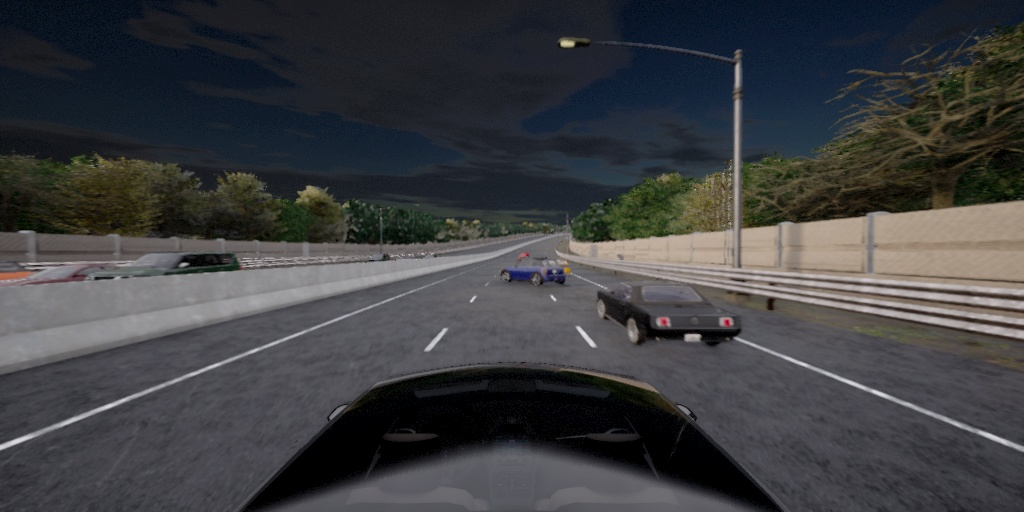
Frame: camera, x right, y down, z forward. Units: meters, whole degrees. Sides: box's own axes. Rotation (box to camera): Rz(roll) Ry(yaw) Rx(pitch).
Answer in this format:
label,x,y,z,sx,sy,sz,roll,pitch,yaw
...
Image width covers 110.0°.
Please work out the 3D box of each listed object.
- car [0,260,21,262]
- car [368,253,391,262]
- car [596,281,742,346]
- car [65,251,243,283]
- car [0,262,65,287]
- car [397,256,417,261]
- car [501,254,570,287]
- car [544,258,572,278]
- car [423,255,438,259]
label,x,y,z,sx,sy,sz,roll,pitch,yaw
car,-21.028,0.947,13.240,2.097,1.767,4.553,0,1,1
car,-19.903,0.417,54.018,2.097,1.767,4.553,1,2,3
car,3.518,1.280,9.167,1.895,1.301,4.718,0,1,0
car,-14.008,0.813,14.981,2.150,2.045,5.566,0,1,1
car,-17.517,1.067,14.460,1.882,1.535,5.008,0,1,1
car,-16.313,0.654,55.854,1.895,1.301,4.718,0,1,3
car,1.246,0.906,22.962,2.097,1.767,4.553,0,1,-38
car,3.851,0.960,30.923,1.882,1.535,5.008,0,1,1
car,-12.789,0.563,56.348,1.837,1.490,4.892,0,1,3
